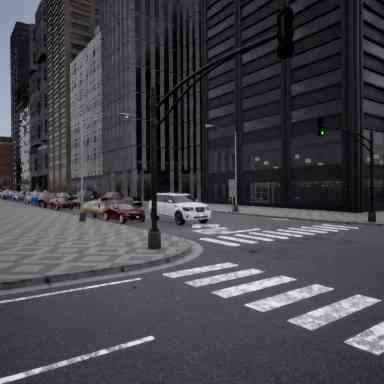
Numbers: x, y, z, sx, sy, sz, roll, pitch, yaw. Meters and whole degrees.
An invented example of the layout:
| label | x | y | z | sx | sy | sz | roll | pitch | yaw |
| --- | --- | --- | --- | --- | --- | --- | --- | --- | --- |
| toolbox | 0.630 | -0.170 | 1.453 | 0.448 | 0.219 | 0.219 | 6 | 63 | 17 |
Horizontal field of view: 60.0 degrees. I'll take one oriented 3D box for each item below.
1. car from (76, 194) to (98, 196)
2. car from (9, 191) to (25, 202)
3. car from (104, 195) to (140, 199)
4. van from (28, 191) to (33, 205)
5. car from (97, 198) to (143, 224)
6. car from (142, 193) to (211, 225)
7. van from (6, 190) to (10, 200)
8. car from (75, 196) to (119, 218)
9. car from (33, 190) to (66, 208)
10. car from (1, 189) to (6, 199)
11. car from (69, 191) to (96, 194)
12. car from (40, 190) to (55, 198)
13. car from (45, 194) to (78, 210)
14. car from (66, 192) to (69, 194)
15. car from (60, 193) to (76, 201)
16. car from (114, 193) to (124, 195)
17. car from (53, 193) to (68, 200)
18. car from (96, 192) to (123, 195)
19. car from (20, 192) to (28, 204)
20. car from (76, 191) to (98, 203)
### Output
| label | x | y | z | sx | sy | sz | roll | pitch | yaw |
| --- | --- | --- | --- | --- | --- | --- | --- | --- | --- |
| car | -12.935 | 1.257 | 39.778 | 1.994 | 1.385 | 4.181 | -1 | 1 | -35 |
| car | -31.360 | 0.902 | 60.474 | 1.967 | 1.590 | 4.097 | 0 | 1 | -36 |
| car | -7.046 | 1.327 | 31.630 | 2.033 | 1.411 | 5.357 | -1 | 1 | -35 |
| van | -21.454 | 0.969 | 46.812 | 1.690 | 1.788 | 3.998 | 0 | 1 | -36 |
| car | -4.946 | 1.416 | 24.045 | 1.887 | 1.381 | 4.507 | 0 | 1 | -36 |
| car | -1.036 | 1.085 | 23.331 | 2.150 | 2.045 | 5.566 | -1 | 1 | -36 |
| van | -34.661 | 0.746 | 65.026 | 1.690 | 1.788 | 3.998 | 0 | 1 | -36 |
| car | -8.148 | 1.352 | 28.461 | 1.752 | 1.417 | 4.829 | 0 | 1 | -36 |
| car | -18.152 | 0.994 | 42.258 | 2.192 | 1.841 | 5.009 | 0 | 1 | -36 |
| car | -37.963 | 0.663 | 69.579 | 2.192 | 1.841 | 5.009 | 0 | 1 | -36 |
| car | -15.679 | 0.798 | 48.877 | 2.150 | 2.045 | 5.566 | -1 | 1 | -38 |
| car | -34.360 | 0.508 | 79.133 | 2.192 | 1.841 | 5.009 | 0 | 1 | -36 |
| car | -14.851 | 1.274 | 37.706 | 1.887 | 1.381 | 4.507 | 0 | 1 | -36 |
| car | -21.858 | 0.829 | 57.331 | 2.097 | 1.767 | 4.553 | -1 | 1 | -36 |
| car | -24.456 | 0.947 | 65.476 | 1.802 | 1.307 | 4.206 | 0 | 1 | -36 |
| car | -7.948 | 1.199 | 42.709 | 1.947 | 1.339 | 4.313 | 0 | 1 | -36 |
| car | -27.758 | 0.853 | 70.029 | 1.887 | 1.381 | 4.507 | 0 | 1 | -36 |
| car | -11.249 | 0.898 | 47.260 | 2.192 | 1.841 | 5.009 | 0 | 1 | -36 |
| car | -24.757 | 1.125 | 51.367 | 2.008 | 1.369 | 4.403 | 0 | 1 | -36 |
| car | -17.852 | 0.792 | 56.367 | 2.192 | 1.841 | 5.009 | 0 | 1 | -36 |
